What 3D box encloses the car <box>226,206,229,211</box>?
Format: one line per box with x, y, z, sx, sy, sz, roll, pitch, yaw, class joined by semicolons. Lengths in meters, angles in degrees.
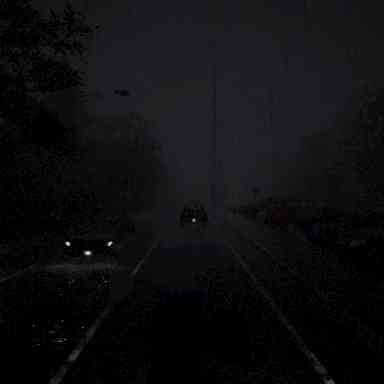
6.929;1.825;41.384;5.366;1.575;1.946;0;-1;0;car

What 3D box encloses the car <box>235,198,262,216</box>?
7.071;1.423;30.298;5.566;2.045;2.435;0;-1;0;car

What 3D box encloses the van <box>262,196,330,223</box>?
7.205;1.370;21.969;4.442;1.987;1.878;0;-1;0;van

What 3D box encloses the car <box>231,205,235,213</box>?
7.113;1.737;35.843;5.008;1.535;2.097;0;-1;0;car

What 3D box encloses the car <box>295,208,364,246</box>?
7.046;1.547;13.640;4.792;1.488;2.163;0;-1;0;car

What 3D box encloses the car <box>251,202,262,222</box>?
7.094;1.662;24.743;4.674;1.452;2.002;0;-1;0;car

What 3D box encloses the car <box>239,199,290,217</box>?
7.135;1.578;33.068;4.553;1.767;2.185;0;-1;0;car

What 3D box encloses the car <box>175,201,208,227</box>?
0.117;1.616;23.687;2.128;1.511;4.902;0;-1;0;car

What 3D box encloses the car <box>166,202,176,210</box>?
-3.262;2.332;56.421;1.994;1.385;4.181;0;-2;1;car

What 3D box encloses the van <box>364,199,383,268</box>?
6.952;1.239;8.089;4.442;1.987;1.878;0;-1;0;van

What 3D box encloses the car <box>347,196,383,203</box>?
20.214;1.480;35.606;5.566;2.045;2.435;0;-1;0;car

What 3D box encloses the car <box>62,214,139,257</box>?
-3.343;1.591;13.330;2.033;1.411;5.357;0;0;0;car

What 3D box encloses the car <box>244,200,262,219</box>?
7.125;1.678;27.518;4.792;1.488;2.163;0;-1;0;car

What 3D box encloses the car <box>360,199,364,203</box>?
19.998;1.697;32.835;5.366;1.575;1.946;0;-1;0;car

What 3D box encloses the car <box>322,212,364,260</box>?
7.075;1.531;10.862;4.674;1.452;2.002;0;-1;0;car

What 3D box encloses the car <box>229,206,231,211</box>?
7.116;1.780;38.615;4.892;1.521;2.231;0;-1;0;car

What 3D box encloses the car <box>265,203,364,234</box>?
7.089;1.570;19.191;5.008;1.535;2.097;0;-1;0;car
